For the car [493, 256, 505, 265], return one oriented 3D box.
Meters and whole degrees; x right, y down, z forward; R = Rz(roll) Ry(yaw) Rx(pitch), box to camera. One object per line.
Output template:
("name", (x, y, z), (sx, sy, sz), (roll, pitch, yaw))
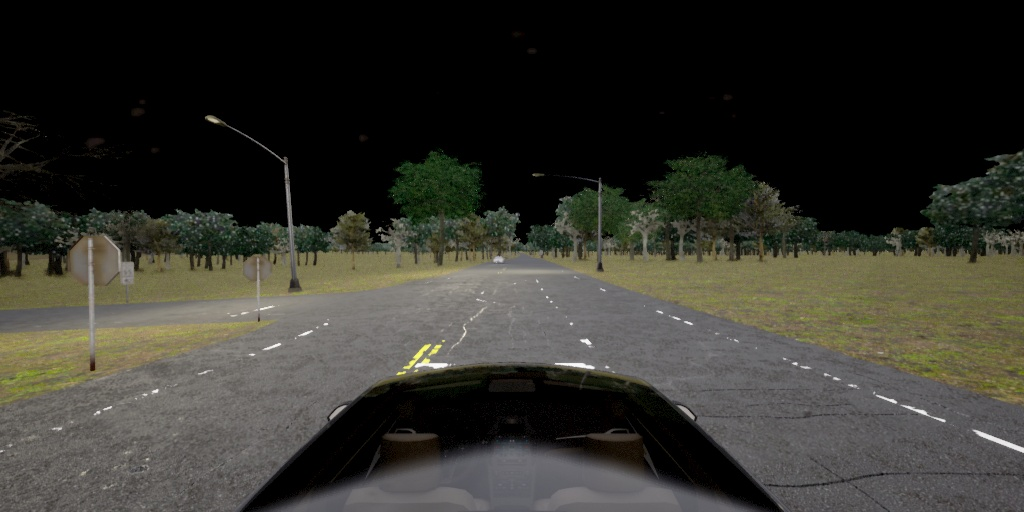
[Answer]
("car", (-2.304, 0.772, 62.343), (1.812, 1.442, 4.674), (0, 1, 2))
